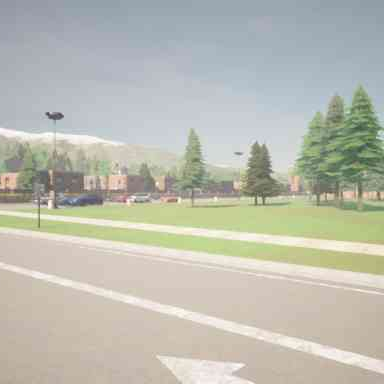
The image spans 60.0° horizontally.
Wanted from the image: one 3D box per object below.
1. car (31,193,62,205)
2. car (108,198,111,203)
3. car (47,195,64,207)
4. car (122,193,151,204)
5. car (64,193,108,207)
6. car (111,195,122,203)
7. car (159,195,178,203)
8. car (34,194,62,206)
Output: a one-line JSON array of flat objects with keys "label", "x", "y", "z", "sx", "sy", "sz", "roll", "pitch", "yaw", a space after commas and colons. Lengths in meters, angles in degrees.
[{"label": "car", "x": -24.960, "y": 1.222, "z": 57.710, "sx": 2.150, "sy": 2.045, "sz": 5.566, "roll": 0, "pitch": 0, "yaw": 35}, {"label": "car", "x": -15.984, "y": 1.525, "z": 70.417, "sx": 2.128, "sy": 1.511, "sz": 4.902, "roll": 0, "pitch": 0, "yaw": 35}, {"label": "car", "x": -19.701, "y": 1.547, "z": 53.040, "sx": 2.033, "sy": 1.411, "sz": 5.357, "roll": 0, "pitch": 0, "yaw": 35}, {"label": "car", "x": -10.619, "y": 1.220, "z": 65.927, "sx": 2.150, "sy": 2.045, "sz": 5.566, "roll": 0, "pitch": 0, "yaw": 36}, {"label": "car", "x": -16.343, "y": 1.221, "z": 51.725, "sx": 2.150, "sy": 2.045, "sz": 5.566, "roll": 0, "pitch": 0, "yaw": 35}, {"label": "car", "x": -13.178, "y": 1.224, "z": 68.322, "sx": 2.150, "sy": 2.045, "sz": 5.566, "roll": 0, "pitch": 0, "yaw": 35}, {"label": "car", "x": -4.737, "y": 1.350, "z": 68.194, "sx": 2.097, "sy": 1.767, "sz": 4.553, "roll": 0, "pitch": 0, "yaw": 35}, {"label": "car", "x": -22.598, "y": 1.547, "z": 54.997, "sx": 2.033, "sy": 1.411, "sz": 5.357, "roll": 0, "pitch": 0, "yaw": 35}]
